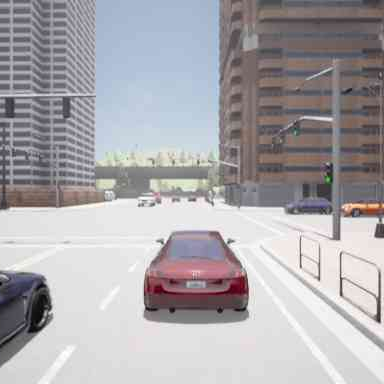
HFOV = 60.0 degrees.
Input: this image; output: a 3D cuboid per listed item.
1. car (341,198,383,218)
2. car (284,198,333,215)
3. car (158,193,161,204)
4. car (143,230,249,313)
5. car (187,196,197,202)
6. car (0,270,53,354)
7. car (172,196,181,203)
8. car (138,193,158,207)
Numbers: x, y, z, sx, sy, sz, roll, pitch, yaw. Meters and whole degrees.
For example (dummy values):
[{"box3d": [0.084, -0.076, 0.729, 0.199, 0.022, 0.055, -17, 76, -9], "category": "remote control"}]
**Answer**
[{"box3d": [15.539, 1.348, 29.584, 4.553, 1.767, 2.097, 0, 0, 1], "category": "car"}, {"box3d": [11.565, 1.348, 33.168, 4.553, 1.767, 2.097, 0, 0, 2], "category": "car"}, {"box3d": [-7.015, 1.213, 62.543, 2.150, 2.045, 5.566, 0, 0, 1], "category": "car"}, {"box3d": [0.085, 1.563, 7.731, 1.994, 1.385, 4.181, 0, 0, 0], "category": "car"}, {"box3d": [0.053, 1.515, 73.367, 2.128, 1.511, 4.902, 0, 0, 0], "category": "car"}, {"box3d": [-3.437, 1.563, 4.159, 1.994, 1.385, 4.181, 0, 0, 0], "category": "car"}, {"box3d": [-3.416, 1.533, 71.907, 2.033, 1.411, 5.357, 0, 0, 0], "category": "car"}, {"box3d": [-7.057, 1.214, 52.122, 2.150, 2.045, 5.566, 0, 0, 0], "category": "car"}]
